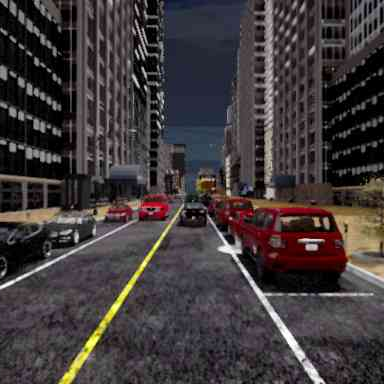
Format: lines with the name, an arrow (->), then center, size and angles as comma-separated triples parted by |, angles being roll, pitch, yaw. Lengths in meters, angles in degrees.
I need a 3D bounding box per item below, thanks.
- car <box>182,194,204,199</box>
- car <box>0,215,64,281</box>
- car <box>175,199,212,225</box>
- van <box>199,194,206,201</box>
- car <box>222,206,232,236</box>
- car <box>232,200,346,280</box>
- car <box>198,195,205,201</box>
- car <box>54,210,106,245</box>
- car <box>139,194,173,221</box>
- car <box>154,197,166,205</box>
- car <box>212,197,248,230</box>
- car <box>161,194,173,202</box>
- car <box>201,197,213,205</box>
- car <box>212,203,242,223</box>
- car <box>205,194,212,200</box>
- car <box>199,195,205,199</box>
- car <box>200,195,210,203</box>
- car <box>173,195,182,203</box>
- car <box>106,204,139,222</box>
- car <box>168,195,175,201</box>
car -> 0.103, 1.266, 45.578 | 2.150, 2.045, 5.566 | 0, 0, 0
car -> -5.686, 1.577, 9.878 | 1.947, 1.339, 4.313 | 0, 0, 0
car -> 0.098, 1.517, 24.455 | 2.128, 1.511, 4.902 | 0, 0, 0
van -> 2.697, 1.424, 87.428 | 1.690, 1.788, 3.998 | 0, 0, 0
car -> 2.694, 1.561, 15.417 | 1.887, 1.381, 4.507 | 0, 0, 0
car -> 2.695, 1.326, 9.878 | 2.192, 1.841, 5.009 | 0, 0, 0
car -> 2.697, 1.528, 92.968 | 1.967, 1.590, 4.097 | 0, 0, 0
car -> -5.686, 1.568, 15.416 | 2.008, 1.369, 4.403 | 0, 0, 0
car -> -3.097, 1.247, 27.830 | 2.150, 2.045, 5.566 | 0, 0, 0
car -> -5.684, 1.641, 59.732 | 1.802, 1.307, 4.206 | 0, 0, 0
car -> 2.696, 1.337, 20.957 | 2.192, 1.841, 5.009 | 0, 0, 0
car -> -5.683, 1.389, 76.350 | 2.192, 1.841, 5.009 | 0, 0, 0
car -> 2.696, 1.625, 59.732 | 1.947, 1.339, 4.313 | 0, 0, 0
car -> 2.695, 1.593, 26.496 | 1.947, 1.339, 4.313 | 0, 0, 0
car -> 2.696, 1.348, 32.036 | 2.192, 1.841, 5.009 | 0, 0, 0
car -> 2.362, 1.523, 45.056 | 1.882, 1.535, 5.008 | 0, 0, 0
car -> 2.697, 1.509, 70.810 | 1.967, 1.590, 4.097 | 0, 0, 0
car -> -3.001, 1.455, 67.709 | 2.097, 1.767, 4.553 | 0, 0, 0
car -> -5.685, 1.610, 26.496 | 1.802, 1.307, 4.206 | 0, 0, 0
car -> -5.684, 1.633, 92.968 | 1.887, 1.381, 4.507 | 0, 0, 0
